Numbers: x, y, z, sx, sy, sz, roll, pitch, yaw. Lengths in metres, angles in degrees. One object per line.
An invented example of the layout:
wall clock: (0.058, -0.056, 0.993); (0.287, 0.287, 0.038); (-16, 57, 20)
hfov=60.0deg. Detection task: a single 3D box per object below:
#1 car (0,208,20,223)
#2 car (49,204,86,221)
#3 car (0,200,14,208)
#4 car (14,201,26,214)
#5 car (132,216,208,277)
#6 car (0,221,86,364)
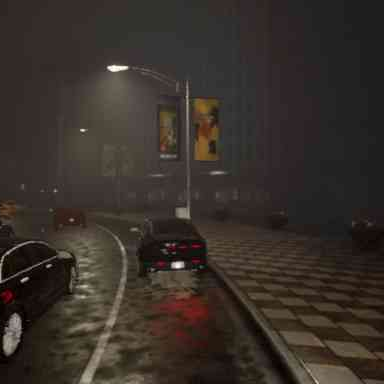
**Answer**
car: (-8.197, 1.561, 12.549); (1.837, 1.490, 4.892); (0, 0, -15)
car: (-8.369, 1.550, 22.200); (1.882, 1.535, 5.008); (0, 0, -27)
car: (-17.525, 1.601, 29.172); (1.882, 1.535, 5.008); (0, 0, -41)
car: (-19.903, 1.601, 35.916); (5.366, 1.575, 1.801); (0, 0, 39)
car: (-0.804, 1.524, 10.412); (1.837, 1.490, 4.892); (0, 0, -11)
car: (-3.407, 1.529, 5.782); (1.837, 1.490, 4.892); (0, 0, -5)
